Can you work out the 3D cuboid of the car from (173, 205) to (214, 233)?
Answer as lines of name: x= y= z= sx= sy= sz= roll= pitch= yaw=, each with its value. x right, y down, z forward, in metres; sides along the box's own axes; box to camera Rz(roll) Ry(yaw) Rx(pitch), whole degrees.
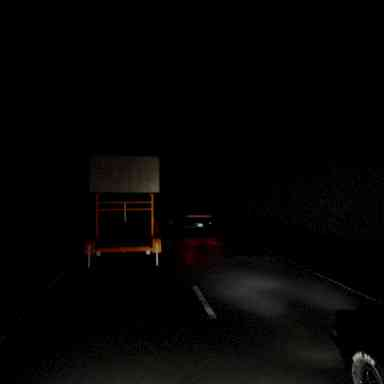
car: x=0.019 y=1.490 z=19.648 sx=2.128 sy=1.511 sz=4.902 roll=0 pitch=0 yaw=-9

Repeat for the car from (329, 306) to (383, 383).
car: x=2.900 y=1.601 z=1.981 sx=1.895 sy=1.301 sz=4.718 roll=0 pitch=0 yaw=-9

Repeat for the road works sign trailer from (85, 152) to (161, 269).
road works sign trailer: x=-2.270 y=0.464 z=11.311 sx=2.380 sy=3.560 sz=2.880 roll=0 pitch=0 yaw=-9
